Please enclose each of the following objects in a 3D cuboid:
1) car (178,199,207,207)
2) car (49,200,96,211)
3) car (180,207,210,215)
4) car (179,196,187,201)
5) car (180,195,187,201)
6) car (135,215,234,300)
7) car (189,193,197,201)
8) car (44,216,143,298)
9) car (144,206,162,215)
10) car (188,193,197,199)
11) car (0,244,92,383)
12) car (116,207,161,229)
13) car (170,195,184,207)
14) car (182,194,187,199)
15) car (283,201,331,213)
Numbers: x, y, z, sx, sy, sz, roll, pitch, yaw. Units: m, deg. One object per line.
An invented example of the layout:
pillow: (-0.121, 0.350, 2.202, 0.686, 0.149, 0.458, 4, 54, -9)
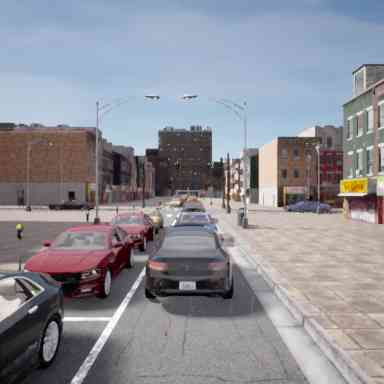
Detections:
car: (0.177, 1.530, 26.057, 1.837, 1.490, 4.892, 0, 0, 2)
car: (-13.092, 1.551, 36.648, 4.718, 1.301, 1.895, 0, 0, -1)
car: (0.134, 1.611, 15.756, 1.895, 1.301, 4.718, 0, 0, 0)
car: (-2.407, 1.757, 89.582, 1.887, 1.381, 4.507, 0, 0, 0)
car: (-2.393, 1.672, 95.027, 1.967, 1.590, 4.097, 0, 0, 0)
car: (-0.034, 1.529, 8.313, 1.812, 1.442, 4.674, 0, 0, 1)
car: (0.234, 1.279, 92.001, 2.150, 2.045, 5.566, 0, 0, 0)
car: (-2.612, 1.548, 8.529, 1.887, 1.381, 4.507, 0, 0, 0)
car: (-2.585, 1.540, 19.347, 1.752, 1.417, 4.829, 0, 0, 0)
car: (0.208, 1.531, 81.937, 2.097, 1.767, 4.553, 0, 0, 0)
car: (-2.626, 1.552, 3.035, 2.008, 1.369, 4.403, 0, 0, 0)
car: (-2.598, 1.553, 14.023, 1.887, 1.381, 4.507, 0, 0, 0)
car: (-2.504, 1.606, 51.305, 1.752, 1.417, 4.829, 0, 0, 0)
car: (-2.489, 1.411, 56.918, 2.192, 1.841, 5.009, 0, 0, 0)
car: (13.711, 1.770, 39.660, 5.357, 1.411, 2.033, 1, 0, 0)
